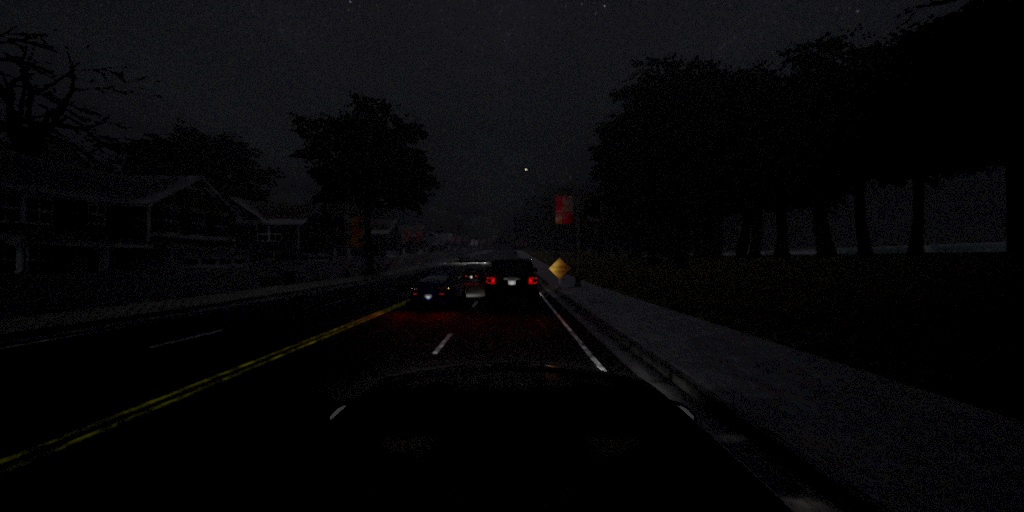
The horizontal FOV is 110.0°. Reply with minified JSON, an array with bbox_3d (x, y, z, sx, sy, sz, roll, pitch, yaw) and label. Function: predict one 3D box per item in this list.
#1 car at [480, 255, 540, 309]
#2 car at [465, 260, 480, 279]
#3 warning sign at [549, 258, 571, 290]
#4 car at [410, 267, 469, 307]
[{"bbox_3d":[-0.003,1.096,15.868,2.150,2.045,5.566,0,0,0],"label":"car"},{"bbox_3d":[-3.254,1.403,31.130,1.837,1.490,4.892,0,1,0],"label":"car"},{"bbox_3d":[2.845,1.028,21.279,1.300,1.860,1.060,0,0,0],"label":"warning sign"},{"bbox_3d":[-3.249,1.408,16.234,1.812,1.442,4.674,0,0,0],"label":"car"}]
